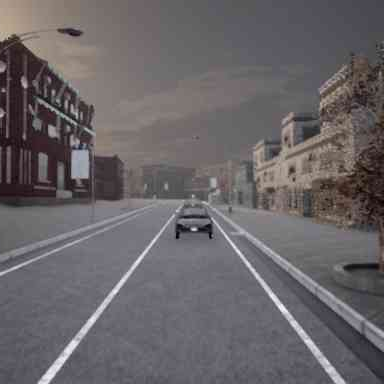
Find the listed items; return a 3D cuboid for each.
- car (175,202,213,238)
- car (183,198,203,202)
[{"bbox_3d":[0.097,1.505,17.769,2.128,1.511,4.902,0,0,0],"label":"car"},{"bbox_3d":[0.093,1.378,36.116,2.097,1.767,4.553,0,0,0],"label":"car"}]
